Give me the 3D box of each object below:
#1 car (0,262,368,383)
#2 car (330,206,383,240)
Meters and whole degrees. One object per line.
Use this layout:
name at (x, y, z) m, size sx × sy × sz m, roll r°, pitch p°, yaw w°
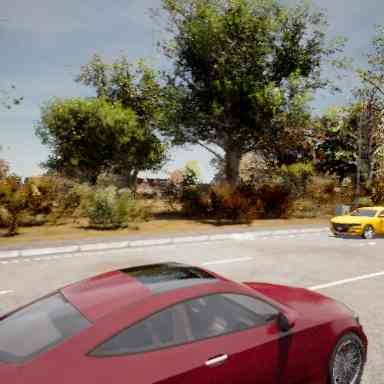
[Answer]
car at (-0.067, 1.517, 3.525) m, size 4.674 × 1.442 × 1.812 m, roll 0°, pitch 0°, yaw -34°
car at (9.493, 1.534, 17.470) m, size 5.008 × 1.535 × 1.882 m, roll 1°, pitch -1°, yaw -27°
